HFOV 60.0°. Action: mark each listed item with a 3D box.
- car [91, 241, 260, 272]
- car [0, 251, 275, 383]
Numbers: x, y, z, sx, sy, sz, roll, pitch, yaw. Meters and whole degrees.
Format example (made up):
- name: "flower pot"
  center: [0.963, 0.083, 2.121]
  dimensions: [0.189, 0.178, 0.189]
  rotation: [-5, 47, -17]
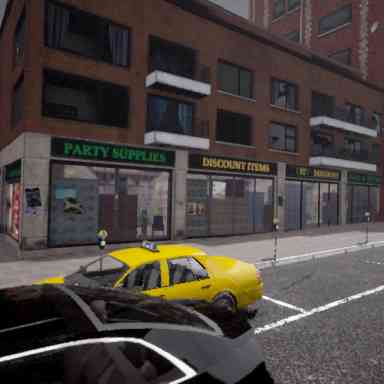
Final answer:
- name: "car"
  center: [-0.936, 1.527, 5.404]
  dimensions: [4.829, 1.417, 1.752]
  rotation: [0, 2, -35]
- name: "car"
  center: [-1.615, 1.504, 1.918]
  dimensions: [4.892, 1.490, 1.837]
  rotation: [0, 0, -35]
